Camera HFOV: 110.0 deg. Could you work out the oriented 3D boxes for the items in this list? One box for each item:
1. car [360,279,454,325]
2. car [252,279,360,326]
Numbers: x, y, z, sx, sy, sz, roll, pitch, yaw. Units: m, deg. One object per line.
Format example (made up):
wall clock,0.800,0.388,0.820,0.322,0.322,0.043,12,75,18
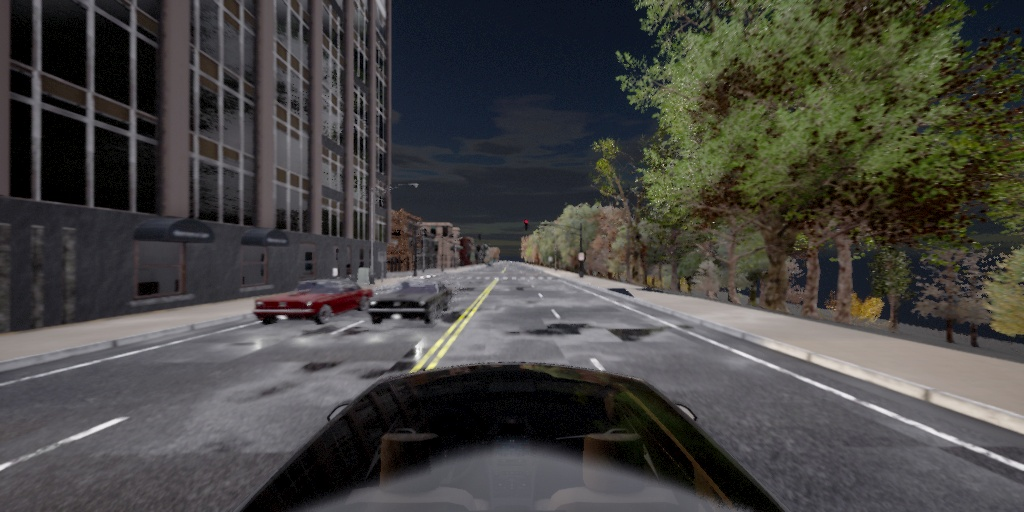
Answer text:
car,-3.349,1.497,12.655,1.895,1.301,4.718,0,-1,0
car,-6.599,1.495,12.530,1.895,1.301,4.718,0,-1,0
